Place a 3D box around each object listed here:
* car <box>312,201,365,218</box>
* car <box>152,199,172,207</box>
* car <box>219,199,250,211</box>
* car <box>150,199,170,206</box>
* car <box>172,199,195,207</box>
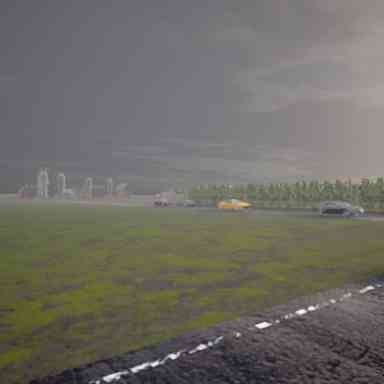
[{"bbox_3d":[14.151,1.624,32.378,2.128,1.511,4.902,0,-1,-35],"label":"car"},{"bbox_3d":[-5.314,1.942,60.168,1.882,1.535,5.008,0,-1,-35],"label":"car"},{"bbox_3d":[5.633,1.745,44.465,1.882,1.535,5.008,0,-1,-35],"label":"car"},{"bbox_3d":[-6.424,2.069,66.517,1.994,1.385,4.181,0,-1,-35],"label":"car"},{"bbox_3d":[-1.255,1.987,59.292,1.994,1.385,4.181,0,-1,-35],"label":"car"}]
